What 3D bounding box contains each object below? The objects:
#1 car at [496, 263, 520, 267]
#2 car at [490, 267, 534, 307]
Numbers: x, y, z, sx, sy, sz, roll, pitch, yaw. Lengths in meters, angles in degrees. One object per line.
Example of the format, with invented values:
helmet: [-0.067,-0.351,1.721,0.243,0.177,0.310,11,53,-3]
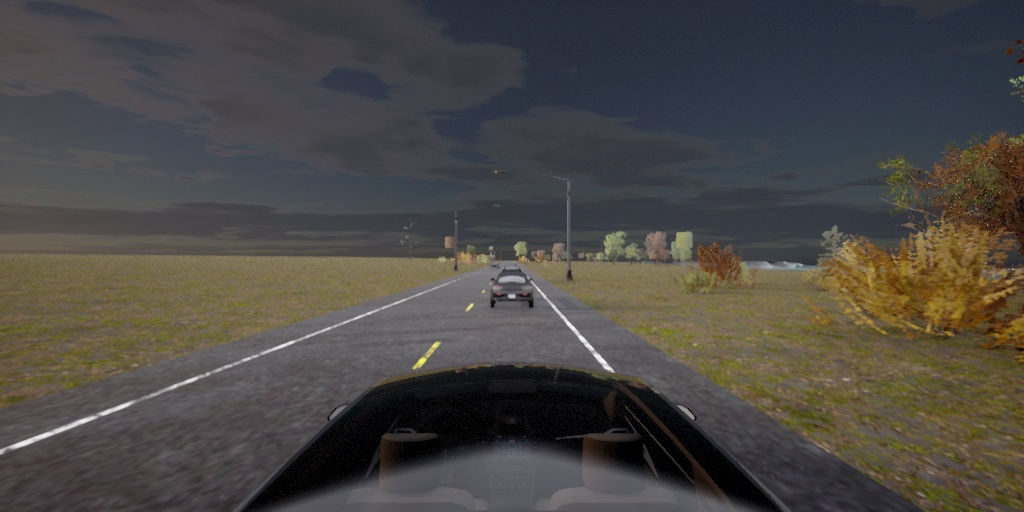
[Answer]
car: [-0.002,1.520,31.167,2.128,1.511,4.902,0,0,0]
car: [0.002,1.413,16.235,1.812,1.442,4.674,0,0,0]
